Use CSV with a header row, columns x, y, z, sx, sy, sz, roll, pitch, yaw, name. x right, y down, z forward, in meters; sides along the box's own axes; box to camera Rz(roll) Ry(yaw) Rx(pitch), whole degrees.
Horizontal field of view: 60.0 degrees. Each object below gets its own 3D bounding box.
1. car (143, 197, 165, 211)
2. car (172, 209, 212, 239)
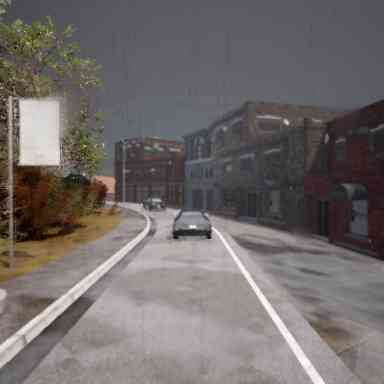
x,y,z,sx,sy,sz,roll,pitch,yaw,name
-4.404,1.342,38.292,1.812,1.442,4.674,0,1,-20,car
-0.054,1.624,17.870,1.994,1.385,4.181,0,0,-2,car
